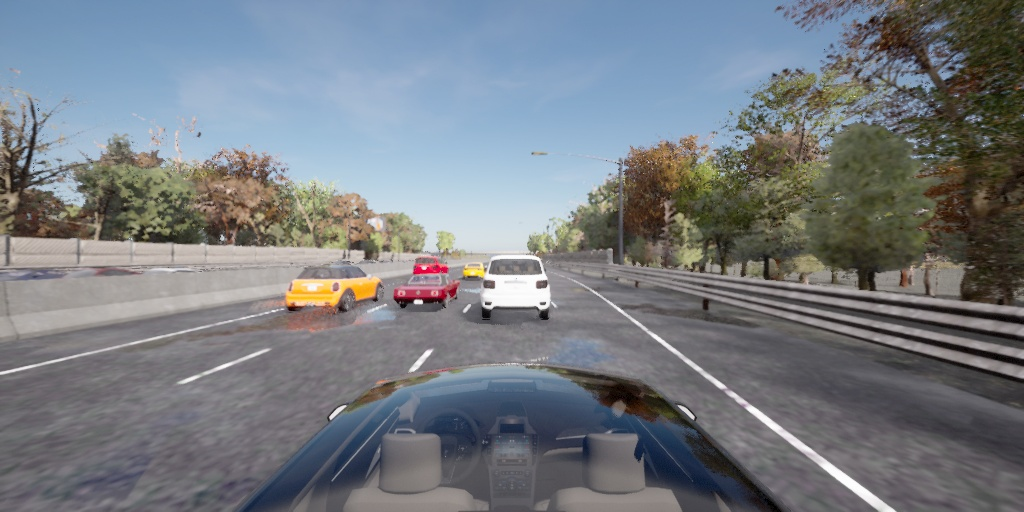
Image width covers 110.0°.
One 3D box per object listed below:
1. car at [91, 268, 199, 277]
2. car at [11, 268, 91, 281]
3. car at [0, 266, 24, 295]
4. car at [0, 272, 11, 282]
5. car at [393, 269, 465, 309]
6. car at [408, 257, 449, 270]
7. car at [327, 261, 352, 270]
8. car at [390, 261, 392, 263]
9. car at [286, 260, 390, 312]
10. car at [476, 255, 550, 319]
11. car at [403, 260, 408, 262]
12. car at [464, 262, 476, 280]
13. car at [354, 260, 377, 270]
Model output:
[{"bbox_3d":[-17.594,1.326,18.177,1.812,1.442,4.674,0,0,0],"label":"car"},{"bbox_3d":[-21.080,1.326,18.144,1.812,1.442,4.674,0,0,0],"label":"car"},{"bbox_3d":[-27.636,1.302,17.233,1.837,1.490,4.892,0,0,-2],"label":"car"},{"bbox_3d":[-24.591,1.365,18.258,1.994,1.385,4.181,0,0,0],"label":"car"},{"bbox_3d":[-3.395,1.392,15.265,1.895,1.301,4.718,0,0,0],"label":"car"},{"bbox_3d":[-6.889,1.067,30.860,2.150,2.045,5.566,0,0,0],"label":"car"},{"bbox_3d":[-28.009,1.486,58.372,1.812,1.442,4.674,0,0,1],"label":"car"},{"bbox_3d":[-21.008,1.533,60.415,1.994,1.385,4.181,0,0,1],"label":"car"},{"bbox_3d":[-6.895,1.141,14.508,2.097,1.767,4.553,0,0,0],"label":"car"},{"bbox_3d":[0.105,1.005,13.071,2.150,2.045,5.566,0,0,0],"label":"car"},{"bbox_3d":[-17.509,1.463,60.563,2.128,1.511,4.902,0,0,1],"label":"car"},{"bbox_3d":[-3.387,1.333,33.389,1.882,1.535,5.008,0,0,0],"label":"car"},{"bbox_3d":[-24.504,1.472,60.333,1.837,1.490,4.892,0,0,1],"label":"car"}]
